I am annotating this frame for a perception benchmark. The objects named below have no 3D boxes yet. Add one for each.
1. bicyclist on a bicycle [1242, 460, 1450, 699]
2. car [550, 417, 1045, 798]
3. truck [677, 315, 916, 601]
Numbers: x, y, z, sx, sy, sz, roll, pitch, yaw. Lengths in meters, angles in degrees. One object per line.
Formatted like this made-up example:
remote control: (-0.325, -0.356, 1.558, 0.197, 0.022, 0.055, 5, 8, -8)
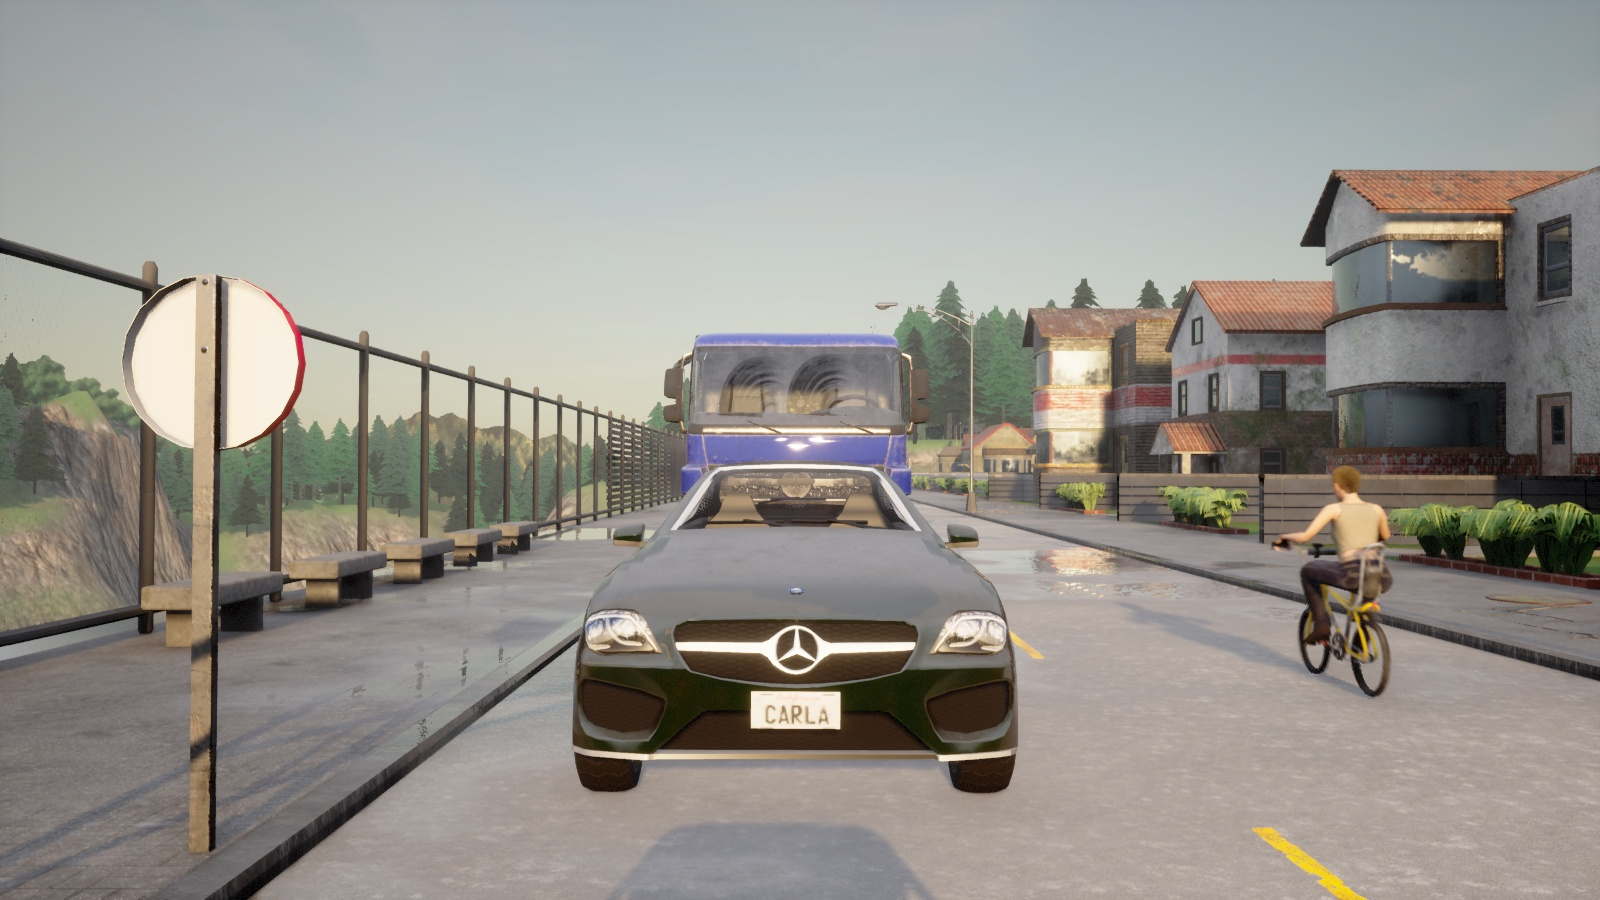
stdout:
bicyclist on a bicycle: (3.972, 0.891, 9.278, 0.866, 1.612, 1.509, 0, -1, 0)
car: (-0.021, 0.727, 7.996, 2.152, 1.651, 5.027, 0, -1, 0)
truck: (-0.052, 0.155, 19.219, 2.891, 3.462, 7.936, 0, -1, 0)
